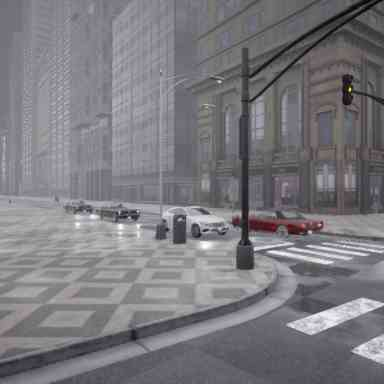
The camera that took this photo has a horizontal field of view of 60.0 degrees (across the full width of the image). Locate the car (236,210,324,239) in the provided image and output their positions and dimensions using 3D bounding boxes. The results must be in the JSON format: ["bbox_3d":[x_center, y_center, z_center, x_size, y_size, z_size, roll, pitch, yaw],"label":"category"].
[{"bbox_3d":[4.223,1.564,17.272,1.895,1.301,4.718,0,0,-35],"label":"car"}]

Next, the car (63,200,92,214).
[{"bbox_3d":[-11.691,1.498,34.156,1.895,1.301,4.718,0,0,-35],"label":"car"}]

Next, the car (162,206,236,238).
[{"bbox_3d":[-0.052,1.475,17.749,1.812,1.442,4.674,0,0,-37],"label":"car"}]

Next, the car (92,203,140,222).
[{"bbox_3d":[-5.807,1.523,25.867,1.895,1.301,4.718,0,0,-35],"label":"car"}]
